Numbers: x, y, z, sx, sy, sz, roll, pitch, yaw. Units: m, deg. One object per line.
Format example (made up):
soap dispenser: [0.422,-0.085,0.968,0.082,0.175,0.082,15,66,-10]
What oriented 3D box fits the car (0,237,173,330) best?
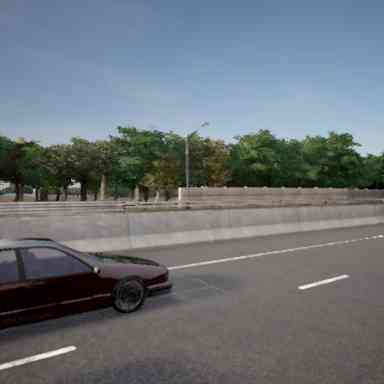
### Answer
car: [-3.006,1.550,5.901,5.357,1.411,2.033,0,0,-35]
